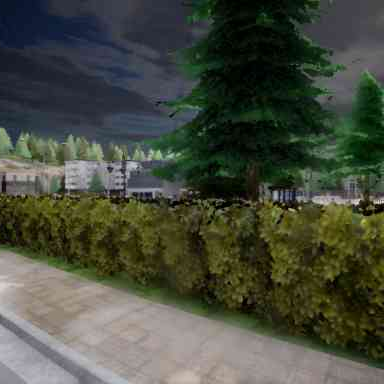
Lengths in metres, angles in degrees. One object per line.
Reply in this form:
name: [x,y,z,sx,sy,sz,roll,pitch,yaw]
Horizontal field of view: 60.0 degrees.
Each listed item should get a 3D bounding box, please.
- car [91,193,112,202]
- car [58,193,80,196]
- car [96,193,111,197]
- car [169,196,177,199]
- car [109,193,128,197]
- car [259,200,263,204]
car: [-19.104,1.077,70.610,1.905,1.878,3.866,0,0,43]
car: [-28.396,1.154,79.405,2.152,1.636,5.027,0,0,43]
car: [-16.710,1.097,68.913,1.932,1.855,4.605,0,0,43]
car: [-3.307,1.374,56.039,1.845,1.501,3.633,0,0,43]
car: [-10.572,1.384,52.698,1.970,1.475,3.806,0,0,43]
car: [9.648,1.352,44.189,2.097,1.767,4.553,0,0,43]
